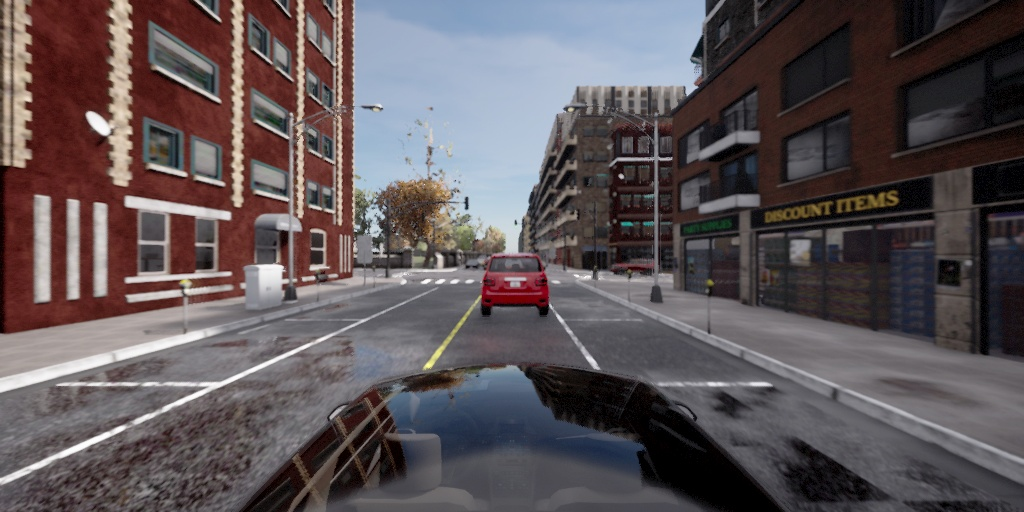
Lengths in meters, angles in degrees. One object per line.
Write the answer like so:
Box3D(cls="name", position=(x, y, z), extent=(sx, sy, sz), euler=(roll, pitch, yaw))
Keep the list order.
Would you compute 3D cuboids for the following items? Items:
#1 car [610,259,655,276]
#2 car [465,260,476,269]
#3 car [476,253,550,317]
Box3D(cls="car", position=(13.450, 1.238, 39.697), extent=(5.009, 1.841, 2.192), euler=(0, 0, -1))
Box3D(cls="car", position=(-5.689, 1.179, 52.037), extent=(1.948, 1.339, 4.313), euler=(0, 0, 0))
Box3D(cls="car", position=(0.099, 0.931, 13.148), extent=(2.150, 2.045, 5.566), euler=(0, 0, 0))
